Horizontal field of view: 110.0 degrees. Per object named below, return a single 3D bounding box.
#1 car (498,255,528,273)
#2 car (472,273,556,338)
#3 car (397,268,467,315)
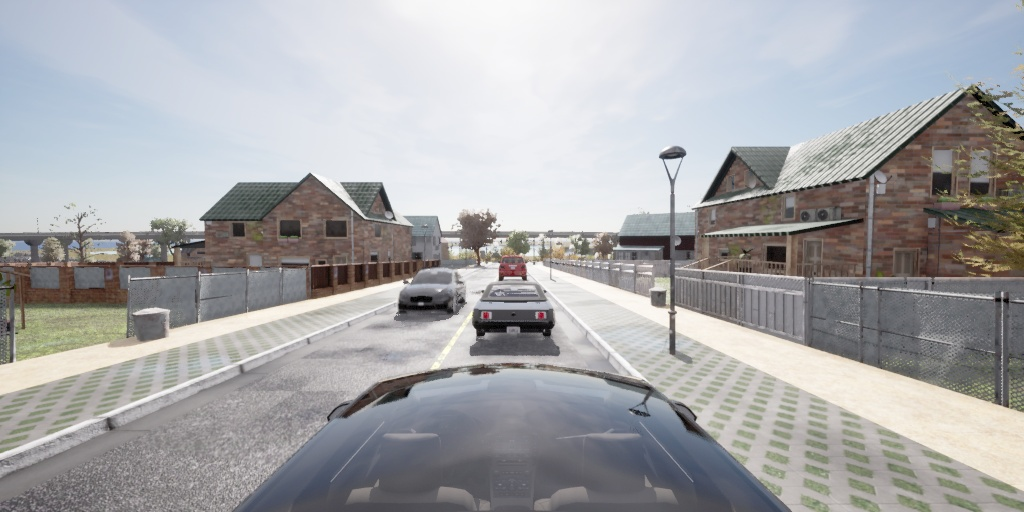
[{"bbox_3d":[0.066,0.971,28.788,2.150,2.045,5.566,0,0,0],"label":"car"},{"bbox_3d":[0.054,1.347,10.155,1.895,1.301,4.718,0,0,0],"label":"car"},{"bbox_3d":[-2.857,1.250,13.669,1.837,1.490,4.892,0,0,0],"label":"car"}]
